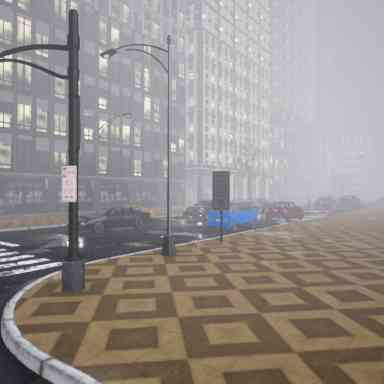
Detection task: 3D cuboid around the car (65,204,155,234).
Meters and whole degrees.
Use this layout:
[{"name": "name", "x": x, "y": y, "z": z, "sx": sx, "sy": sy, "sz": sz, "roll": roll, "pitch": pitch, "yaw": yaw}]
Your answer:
[{"name": "car", "x": -4.723, "y": 1.564, "z": 19.806, "sx": 2.033, "sy": 1.411, "sz": 5.357, "roll": 0, "pitch": 0, "yaw": 38}]

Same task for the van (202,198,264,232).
[{"name": "van", "x": 2.601, "y": 1.368, "z": 20.264, "sx": 1.690, "sy": 1.788, "sz": 3.998, "roll": 0, "pitch": 0, "yaw": 38}]

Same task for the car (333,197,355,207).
[{"name": "car", "x": 23.991, "y": 1.552, "z": 52.291, "sx": 2.128, "sy": 1.511, "sz": 4.902, "roll": 0, "pitch": 0, "yaw": 37}]

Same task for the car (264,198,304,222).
[{"name": "car", "x": 7.561, "y": 1.472, "z": 26.894, "sx": 1.967, "sy": 1.590, "sz": 4.097, "roll": 0, "pitch": 0, "yaw": 38}]

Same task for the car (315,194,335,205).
[{"name": "car", "x": 25.063, "y": 1.381, "z": 62.569, "sx": 2.192, "sy": 1.841, "sz": 5.009, "roll": 0, "pitch": 0, "yaw": 38}]

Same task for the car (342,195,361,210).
[{"name": "car", "x": 21.131, "y": 1.368, "z": 44.534, "sx": 2.192, "sy": 1.841, "sz": 5.009, "roll": 0, "pitch": 0, "yaw": 38}]

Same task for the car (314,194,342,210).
[{"name": "car", "x": 17.940, "y": 1.400, "z": 44.430, "sx": 2.097, "sy": 1.767, "sz": 4.553, "roll": 0, "pitch": 0, "yaw": 38}]

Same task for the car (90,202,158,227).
[{"name": "car", "x": -4.790, "y": 1.540, "z": 23.975, "sx": 1.752, "sy": 1.417, "sz": 4.829, "roll": 0, "pitch": 0, "yaw": 38}]

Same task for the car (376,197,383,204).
[{"name": "car", "x": 38.092, "y": 1.658, "z": 66.582, "sx": 1.947, "sy": 1.339, "sz": 4.313, "roll": 0, "pitch": 0, "yaw": 38}]

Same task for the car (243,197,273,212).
[{"name": "car", "x": 8.101, "y": 1.471, "z": 40.520, "sx": 1.967, "sy": 1.590, "sz": 4.097, "roll": 0, "pitch": 0, "yaw": 38}]

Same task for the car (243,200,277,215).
[{"name": "car", "x": 7.303, "y": 1.594, "z": 35.417, "sx": 1.994, "sy": 1.385, "sz": 4.181, "roll": 0, "pitch": 0, "yaw": 38}]

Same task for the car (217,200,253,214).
[{"name": "car", "x": 4.708, "y": 1.571, "z": 36.110, "sx": 1.887, "sy": 1.381, "sz": 4.507, "roll": 0, "pitch": 0, "yaw": 38}]

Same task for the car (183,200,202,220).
[{"name": "car", "x": 1.253, "y": 1.375, "z": 27.567, "sx": 2.097, "sy": 1.767, "sz": 4.553, "roll": 0, "pitch": 0, "yaw": 38}]

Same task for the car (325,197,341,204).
[{"name": "car", "x": 28.455, "y": 1.624, "z": 66.978, "sx": 2.008, "sy": 1.369, "sz": 4.403, "roll": 0, "pitch": 0, "yaw": 38}]

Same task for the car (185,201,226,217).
[{"name": "car", "x": 1.316, "y": 1.604, "z": 31.700, "sx": 1.802, "sy": 1.307, "sz": 4.206, "roll": 0, "pitch": 0, "yaw": 38}]
